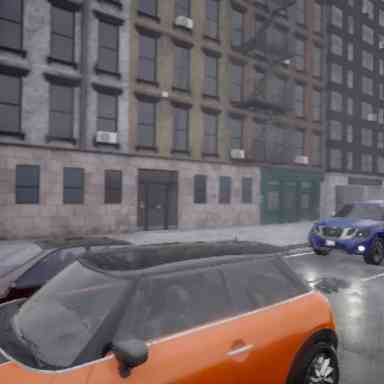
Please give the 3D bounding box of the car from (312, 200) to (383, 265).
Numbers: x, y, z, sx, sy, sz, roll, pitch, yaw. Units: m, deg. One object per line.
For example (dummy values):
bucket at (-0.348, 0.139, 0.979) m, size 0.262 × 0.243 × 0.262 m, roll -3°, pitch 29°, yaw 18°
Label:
car at (6.780, 1.335, 12.496) m, size 5.566 × 2.045 × 2.150 m, roll 1°, pitch 0°, yaw -35°

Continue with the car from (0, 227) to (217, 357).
car at (-2.256, 1.562, 6.067) m, size 5.357 × 1.411 × 2.033 m, roll 1°, pitch 0°, yaw -36°

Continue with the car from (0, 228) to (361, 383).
car at (-0.616, 1.363, 3.243) m, size 4.553 × 1.767 × 2.097 m, roll 1°, pitch 0°, yaw -35°
